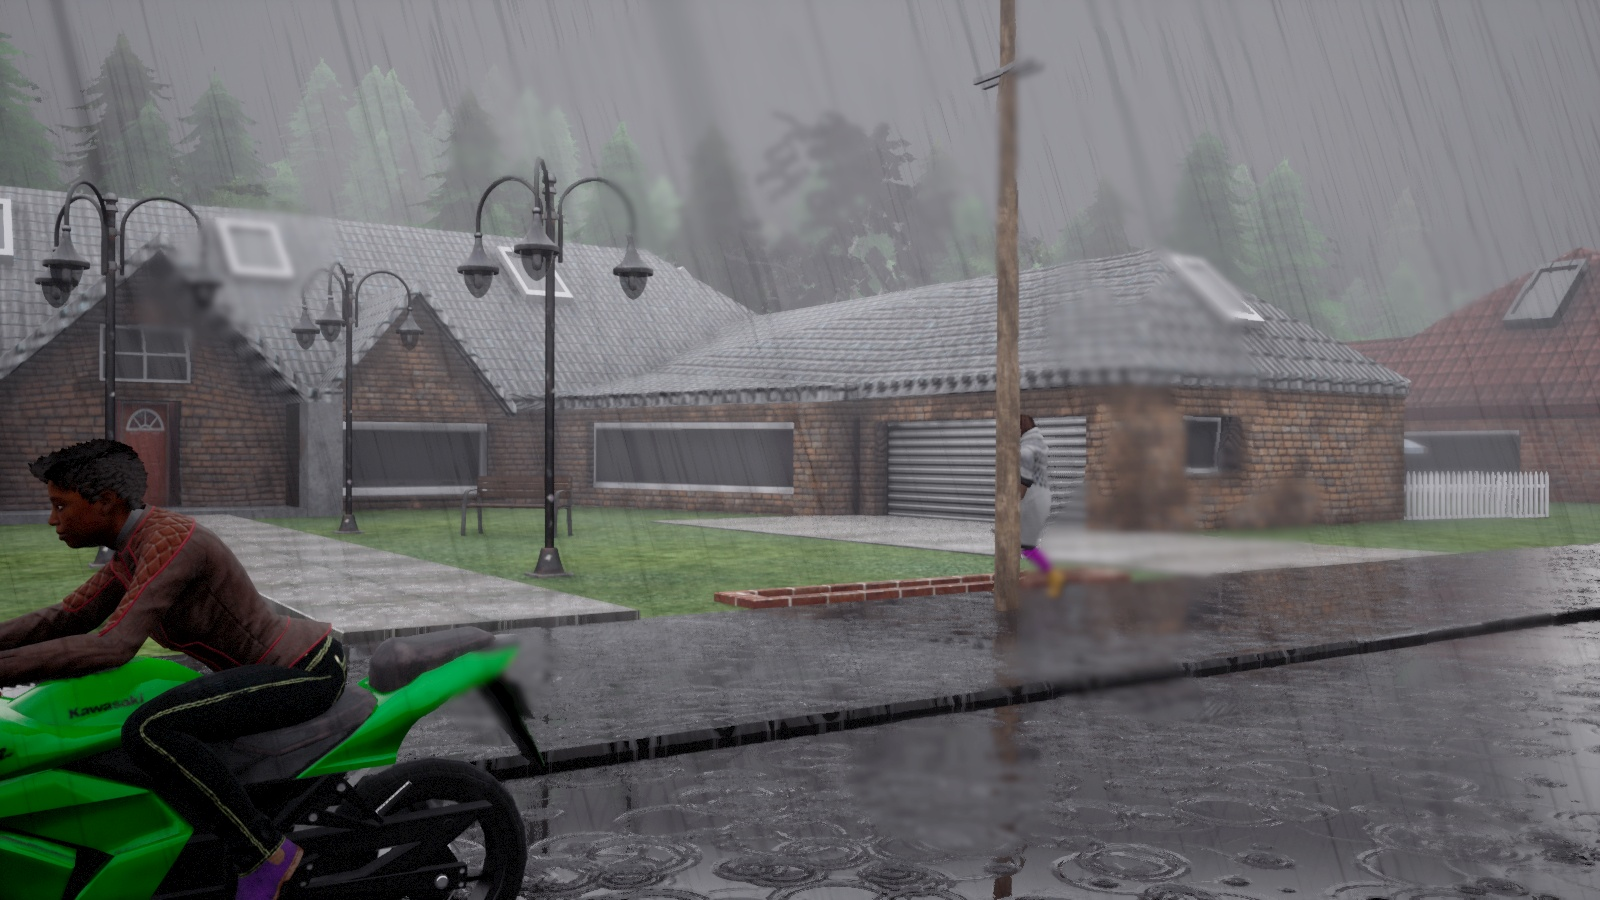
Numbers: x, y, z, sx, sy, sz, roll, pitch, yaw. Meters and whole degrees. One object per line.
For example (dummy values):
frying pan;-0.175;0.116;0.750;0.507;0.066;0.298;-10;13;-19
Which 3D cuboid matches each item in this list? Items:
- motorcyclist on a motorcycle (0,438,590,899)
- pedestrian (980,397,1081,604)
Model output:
motorcyclist on a motorcycle;-1.640;0.738;3.166;2.044;1.523;0.797;0;0;-34
pedestrian;2.261;0.478;12.282;0.873;1.952;0.659;0;0;20
